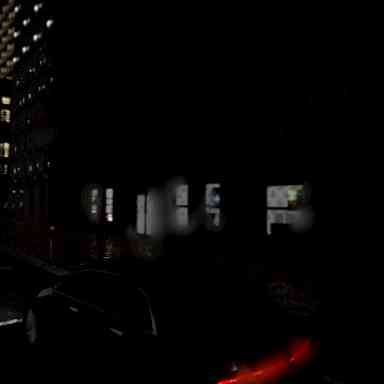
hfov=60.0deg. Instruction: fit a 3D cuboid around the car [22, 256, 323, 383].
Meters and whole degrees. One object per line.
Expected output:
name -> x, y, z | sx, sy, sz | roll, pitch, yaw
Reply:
car -> -0.765, 1.654, 4.562 | 1.837, 1.490, 4.892 | 3, -3, -43
